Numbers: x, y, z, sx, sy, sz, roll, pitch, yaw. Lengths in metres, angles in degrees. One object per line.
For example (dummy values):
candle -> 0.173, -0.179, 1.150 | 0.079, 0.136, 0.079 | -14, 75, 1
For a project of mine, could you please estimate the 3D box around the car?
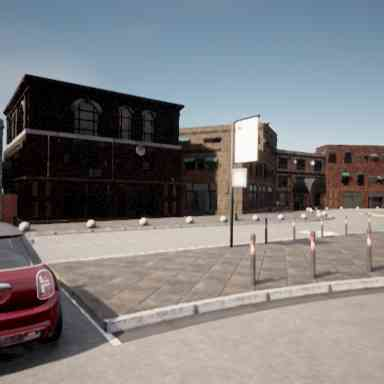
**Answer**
car -> -3.787, 1.293, 5.644 | 2.185, 1.767, 4.553 | 0, 0, -36
